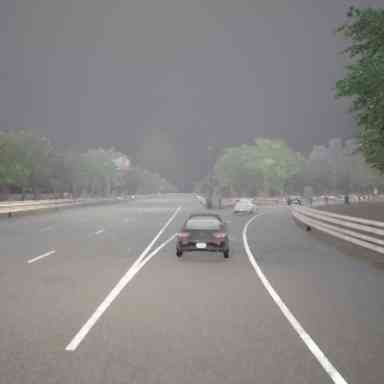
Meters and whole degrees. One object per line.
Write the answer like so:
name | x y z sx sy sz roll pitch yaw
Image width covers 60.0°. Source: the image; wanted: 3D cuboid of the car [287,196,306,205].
car | 17.933 1.484 56.753 1.882 1.535 5.008 0 0 38

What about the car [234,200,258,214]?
car | 5.729 1.545 34.994 1.812 1.442 4.674 0 0 21

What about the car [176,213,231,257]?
car | 0.514 1.538 12.896 1.812 1.442 4.674 0 0 6
